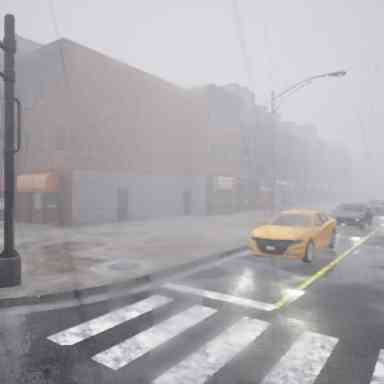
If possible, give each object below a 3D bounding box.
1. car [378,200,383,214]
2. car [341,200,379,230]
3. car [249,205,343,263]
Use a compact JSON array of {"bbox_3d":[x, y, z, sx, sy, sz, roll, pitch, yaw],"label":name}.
[{"bbox_3d":[16.711,1.395,30.122,1.994,1.385,4.181,0,0,35],"label":"car"},{"bbox_3d":[9.956,1.414,20.653,2.033,1.411,5.357,0,0,36],"label":"car"},{"bbox_3d":[3.792,1.394,11.992,1.882,1.535,5.008,0,0,35],"label":"car"}]
